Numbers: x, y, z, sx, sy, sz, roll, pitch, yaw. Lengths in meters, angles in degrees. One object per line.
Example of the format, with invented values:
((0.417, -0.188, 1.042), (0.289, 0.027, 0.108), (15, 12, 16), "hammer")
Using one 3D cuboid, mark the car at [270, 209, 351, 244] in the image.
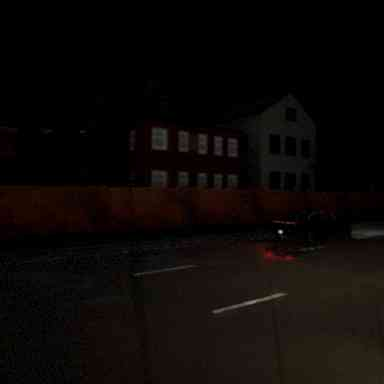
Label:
((6.029, 1.625, 16.650), (4.902, 1.511, 2.128), (1, 0, -36), "car")
